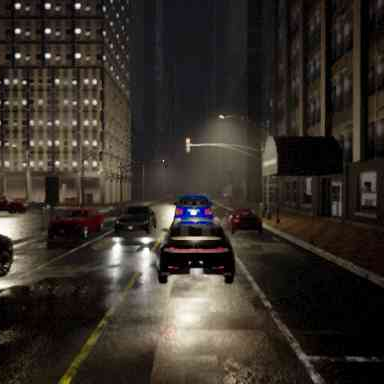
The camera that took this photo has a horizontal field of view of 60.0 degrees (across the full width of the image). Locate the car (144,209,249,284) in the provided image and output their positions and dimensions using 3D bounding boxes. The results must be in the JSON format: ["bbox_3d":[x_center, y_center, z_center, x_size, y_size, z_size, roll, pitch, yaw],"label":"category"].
[{"bbox_3d":[0.100,1.471,9.493,2.128,1.511,4.902,0,0,0],"label":"car"}]

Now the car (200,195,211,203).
[{"bbox_3d":[2.684,1.397,67.792,2.008,1.369,4.403,0,0,0],"label":"car"}]

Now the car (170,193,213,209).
[{"bbox_3d":[0.090,1.178,19.820,2.150,2.045,5.566,0,0,0],"label":"car"}]

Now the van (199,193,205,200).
[{"bbox_3d":[2.683,1.128,90.579,1.690,1.788,3.998,0,0,0],"label":"van"}]

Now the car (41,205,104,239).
[{"bbox_3d":[-5.824,1.507,17.126,1.887,1.381,4.507,0,0,0],"label":"car"}]

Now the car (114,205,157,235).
[{"bbox_3d":[-3.008,1.485,18.653,1.812,1.442,4.674,0,0,0],"label":"car"}]

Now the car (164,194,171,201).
[{"bbox_3d":[-5.696,1.362,79.187,1.887,1.381,4.507,0,0,0],"label":"car"}]

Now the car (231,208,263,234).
[{"bbox_3d":[2.815,1.542,18.503,1.802,1.307,4.206,0,0,0],"label":"car"}]

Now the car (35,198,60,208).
[{"bbox_3d":[-18.522,1.415,40.847,4.403,1.369,2.008,0,0,1],"label":"car"}]

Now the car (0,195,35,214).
[{"bbox_3d":[-18.609,1.242,32.465,5.009,1.841,2.192,0,0,1],"label":"car"}]

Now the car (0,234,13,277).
[{"bbox_3d":[-5.753,1.550,7.449,1.947,1.339,4.313,0,0,0],"label":"car"}]

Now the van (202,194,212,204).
[{"bbox_3d":[2.683,1.201,62.096,1.690,1.788,3.998,0,0,0],"label":"van"}]

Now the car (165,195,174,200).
[{"bbox_3d":[-5.696,1.368,84.883,1.947,1.339,4.313,0,0,0],"label":"car"}]

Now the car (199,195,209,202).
[{"bbox_3d":[2.684,1.383,73.489,2.008,1.369,4.403,0,0,0],"label":"car"}]
